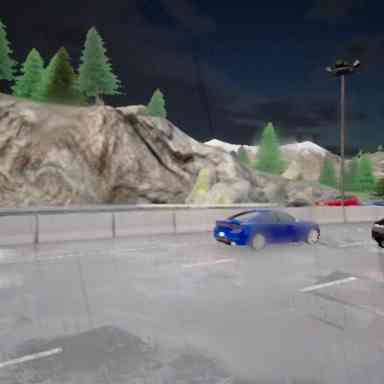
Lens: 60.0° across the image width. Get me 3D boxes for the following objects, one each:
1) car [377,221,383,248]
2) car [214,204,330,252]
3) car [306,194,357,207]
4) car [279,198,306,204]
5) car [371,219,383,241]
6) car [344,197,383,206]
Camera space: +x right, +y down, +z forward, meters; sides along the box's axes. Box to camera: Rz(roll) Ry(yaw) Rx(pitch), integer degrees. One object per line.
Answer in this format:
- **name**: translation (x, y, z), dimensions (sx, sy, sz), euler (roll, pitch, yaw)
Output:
- **car**: translation (7.005, 1.508, 8.073), dimensions (4.902, 1.511, 2.128), euler (0, 0, -31)
- **car**: translation (3.256, 1.471, 13.993), dimensions (5.008, 1.535, 1.882), euler (0, 0, -31)
- **car**: translation (15.628, 1.234, 36.067), dimensions (5.566, 2.045, 2.150), euler (0, 0, -23)
- **car**: translation (13.241, 1.522, 42.625), dimensions (4.674, 1.442, 1.812), euler (0, 0, -23)
- **car**: translation (9.348, 1.511, 13.434), dimensions (4.902, 1.511, 2.128), euler (0, 0, -29)
- **car**: translation (18.038, 1.507, 33.267), dimensions (5.008, 1.535, 1.882), euler (0, 0, -22)
